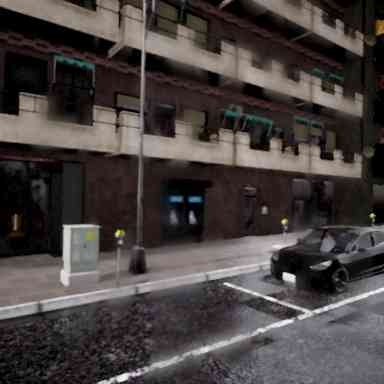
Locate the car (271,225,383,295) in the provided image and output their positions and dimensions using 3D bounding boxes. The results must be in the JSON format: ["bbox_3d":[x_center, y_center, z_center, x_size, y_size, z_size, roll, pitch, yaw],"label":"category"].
[{"bbox_3d":[4.029,1.614,8.945,4.313,1.339,1.947,0,1,-35],"label":"car"}]
